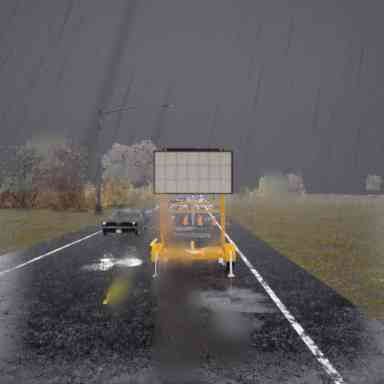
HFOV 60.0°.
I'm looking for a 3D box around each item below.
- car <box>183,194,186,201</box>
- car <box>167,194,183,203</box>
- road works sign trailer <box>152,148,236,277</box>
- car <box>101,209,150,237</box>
[{"bbox_3d":[-2.663,1.292,89.646,2.150,2.045,5.566,0,0,1],"label":"car"},{"bbox_3d":[-3.199,1.389,59.371,2.097,1.767,4.553,0,0,1],"label":"car"},{"bbox_3d":[0.031,0.469,10.241,2.380,3.560,2.880,0,0,-1],"label":"road works sign trailer"},{"bbox_3d":[-3.557,1.609,18.391,1.895,1.301,4.718,0,0,0],"label":"car"}]
